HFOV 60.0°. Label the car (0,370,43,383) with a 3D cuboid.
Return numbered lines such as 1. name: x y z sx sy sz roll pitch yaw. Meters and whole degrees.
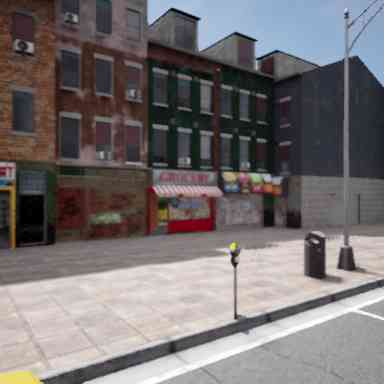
1. car: -2.766 1.506 0.847 4.829 1.417 1.752 1 -1 -35
